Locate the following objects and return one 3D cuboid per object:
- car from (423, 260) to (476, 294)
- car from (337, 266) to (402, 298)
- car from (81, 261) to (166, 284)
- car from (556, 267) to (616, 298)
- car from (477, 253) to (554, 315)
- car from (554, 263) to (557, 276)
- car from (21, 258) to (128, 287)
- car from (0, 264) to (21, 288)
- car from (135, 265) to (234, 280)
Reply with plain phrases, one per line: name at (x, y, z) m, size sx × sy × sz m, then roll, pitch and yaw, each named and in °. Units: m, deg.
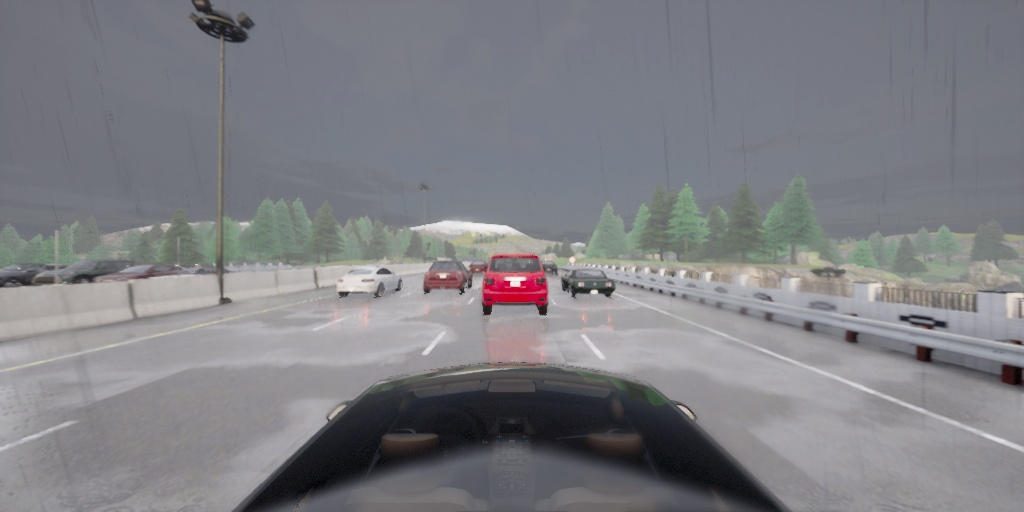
car at (-3.405, 1.025, 19.827) m, size 2.097 × 1.767 × 4.553 m, roll 0°, pitch 0°, yaw 0°
car at (-6.903, 1.204, 17.707) m, size 1.812 × 1.442 × 4.674 m, roll 0°, pitch 0°, yaw 0°
car at (-21.103, 1.197, 20.735) m, size 1.812 × 1.442 × 4.674 m, roll 0°, pitch 0°, yaw 0°
car at (3.597, 1.279, 17.881) m, size 1.895 × 1.301 × 4.718 m, roll 0°, pitch 0°, yaw 0°
car at (0.098, 0.914, 13.469) m, size 2.150 × 2.045 × 5.566 m, roll 0°, pitch 0°, yaw 0°
car at (3.593, 1.220, 37.522) m, size 1.882 × 1.535 × 5.008 m, roll 0°, pitch -1°, yaw 0°
car at (-24.602, 1.023, 21.099) m, size 2.097 × 1.767 × 4.553 m, roll 0°, pitch 0°, yaw 0°
car at (-28.102, 1.163, 20.985) m, size 2.128 × 1.511 × 4.902 m, roll 0°, pitch 0°, yaw 0°
car at (-17.604, 1.273, 20.133) m, size 1.895 × 1.301 × 4.718 m, roll 0°, pitch 0°, yaw 0°
